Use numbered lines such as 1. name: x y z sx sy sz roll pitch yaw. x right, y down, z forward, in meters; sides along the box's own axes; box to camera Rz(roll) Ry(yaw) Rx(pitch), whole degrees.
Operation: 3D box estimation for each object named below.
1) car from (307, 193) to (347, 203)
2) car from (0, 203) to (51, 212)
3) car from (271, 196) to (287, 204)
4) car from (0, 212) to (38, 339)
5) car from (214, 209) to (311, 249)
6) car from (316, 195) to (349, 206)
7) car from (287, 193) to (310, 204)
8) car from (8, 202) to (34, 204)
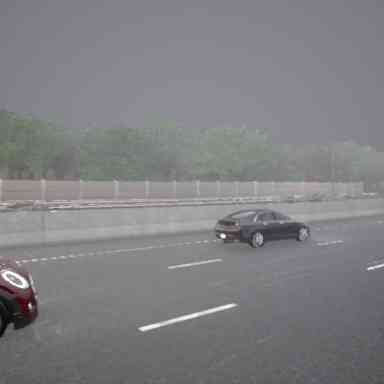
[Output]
1. car: 15.086 1.239 36.094 4.553 1.767 2.097 -1 1 -35
2. car: -9.444 1.560 18.747 4.181 1.385 1.994 0 0 -35
3. car: 13.495 1.320 47.797 4.892 1.490 1.837 -1 1 -35
4. car: -4.705 1.353 4.689 4.553 1.767 2.097 0 0 -36
5. car: 3.209 1.495 14.615 4.892 1.490 1.837 0 0 -35
6. car: 20.526 1.202 48.437 4.902 1.511 2.128 -1 1 -35
7. car: 14.395 1.093 39.886 5.566 2.045 2.150 0 0 -35
8. car: -10.874 1.597 22.027 4.718 1.301 1.895 0 0 -35
